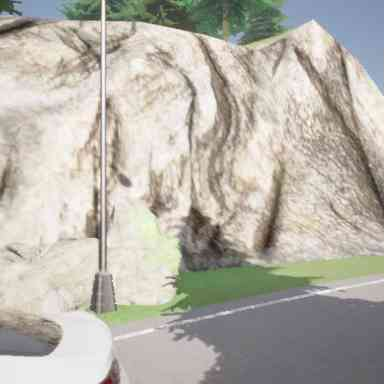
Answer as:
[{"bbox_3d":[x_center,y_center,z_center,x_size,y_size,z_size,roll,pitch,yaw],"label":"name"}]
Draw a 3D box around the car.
[{"bbox_3d":[-2.641,1.526,1.808,4.674,1.442,1.812,0,0,-35],"label":"car"}]
